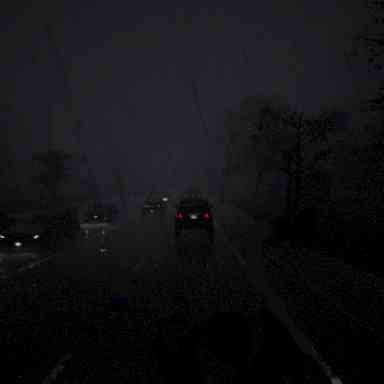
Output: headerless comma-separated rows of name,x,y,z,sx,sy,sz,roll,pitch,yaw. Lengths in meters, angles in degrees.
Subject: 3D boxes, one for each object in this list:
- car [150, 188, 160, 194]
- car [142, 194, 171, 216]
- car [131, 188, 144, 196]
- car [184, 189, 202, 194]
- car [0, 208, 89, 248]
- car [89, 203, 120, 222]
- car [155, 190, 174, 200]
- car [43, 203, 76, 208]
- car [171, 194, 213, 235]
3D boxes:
car,-7.010,0.031,64.797,1.812,1.442,4.674,0,2,0
car,-3.399,1.310,30.422,2.128,1.511,4.902,0,2,0
car,-10.511,-0.016,64.788,1.882,1.535,5.008,0,2,0
car,0.102,0.548,43.308,2.150,2.045,5.566,0,2,0
car,-7.039,1.735,16.160,2.033,1.411,5.357,0,0,1
car,-7.005,1.544,26.175,1.994,1.385,4.181,0,2,0
car,-3.402,0.836,44.318,2.033,1.411,5.357,0,2,0
car,-10.510,1.547,26.077,1.994,1.385,4.181,0,2,0
car,0.101,1.372,20.362,2.150,2.045,5.566,0,1,0
